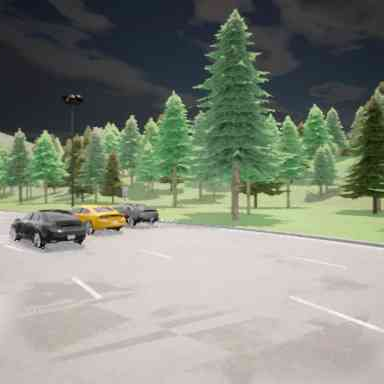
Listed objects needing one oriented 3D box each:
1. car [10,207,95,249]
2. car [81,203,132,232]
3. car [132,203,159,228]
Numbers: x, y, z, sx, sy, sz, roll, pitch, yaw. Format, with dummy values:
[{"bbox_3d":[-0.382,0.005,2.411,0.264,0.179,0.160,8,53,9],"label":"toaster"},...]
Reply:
[{"bbox_3d":[-6.516,1.543,14.899,4.892,1.490,1.837,0,-1,45],"label":"car"},{"bbox_3d":[-5.982,1.519,19.503,5.008,1.535,1.882,0,0,41],"label":"car"},{"bbox_3d":[-4.377,1.531,22.697,4.902,1.511,2.128,0,0,40],"label":"car"}]
